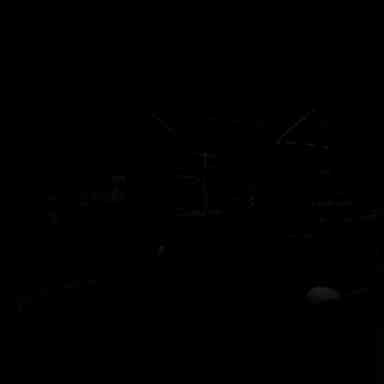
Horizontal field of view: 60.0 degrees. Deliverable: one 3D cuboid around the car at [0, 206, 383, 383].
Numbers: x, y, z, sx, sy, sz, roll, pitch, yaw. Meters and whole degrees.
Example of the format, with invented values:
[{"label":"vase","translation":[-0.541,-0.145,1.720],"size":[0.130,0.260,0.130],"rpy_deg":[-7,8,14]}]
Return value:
[{"label":"car","translation":[0.940,1.228,3.703],"size":[5.566,2.045,2.150],"rpy_deg":[0,0,-35]}]
